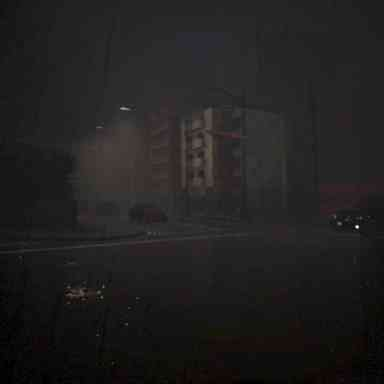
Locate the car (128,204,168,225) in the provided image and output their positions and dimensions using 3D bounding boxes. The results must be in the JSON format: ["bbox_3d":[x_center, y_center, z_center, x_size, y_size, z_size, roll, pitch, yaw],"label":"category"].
[{"bbox_3d":[-3.595,1.715,26.827,1.882,1.535,5.008,-1,0,-29],"label":"car"}]

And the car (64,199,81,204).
[{"bbox_3d":[-28.734,2.228,80.136,4.536,1.218,1.853,-1,-1,40],"label":"car"}]

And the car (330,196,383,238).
[{"bbox_3d":[10.172,1.253,17.828,5.566,2.045,2.150,0,0,-18],"label":"car"}]

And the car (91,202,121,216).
[{"bbox_3d":[-9.516,1.866,37.421,1.882,1.535,5.008,-1,0,-29],"label":"car"}]

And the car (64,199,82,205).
[{"bbox_3d":[-28.692,2.384,80.101,4.974,1.542,2.038,-1,-1,40],"label":"car"}]

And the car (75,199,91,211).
[{"bbox_3d":[-16.449,2.090,49.942,1.812,1.442,4.674,-1,-1,-29],"label":"car"}]
